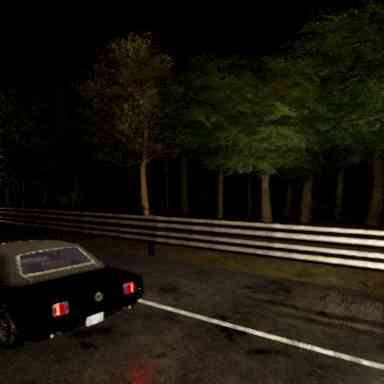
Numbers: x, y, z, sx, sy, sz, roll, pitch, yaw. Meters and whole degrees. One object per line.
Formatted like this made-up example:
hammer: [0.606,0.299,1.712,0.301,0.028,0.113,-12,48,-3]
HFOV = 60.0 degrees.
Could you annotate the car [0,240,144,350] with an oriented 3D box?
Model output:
car: [-3.207,1.578,6.231,4.718,1.301,1.895,0,0,37]
